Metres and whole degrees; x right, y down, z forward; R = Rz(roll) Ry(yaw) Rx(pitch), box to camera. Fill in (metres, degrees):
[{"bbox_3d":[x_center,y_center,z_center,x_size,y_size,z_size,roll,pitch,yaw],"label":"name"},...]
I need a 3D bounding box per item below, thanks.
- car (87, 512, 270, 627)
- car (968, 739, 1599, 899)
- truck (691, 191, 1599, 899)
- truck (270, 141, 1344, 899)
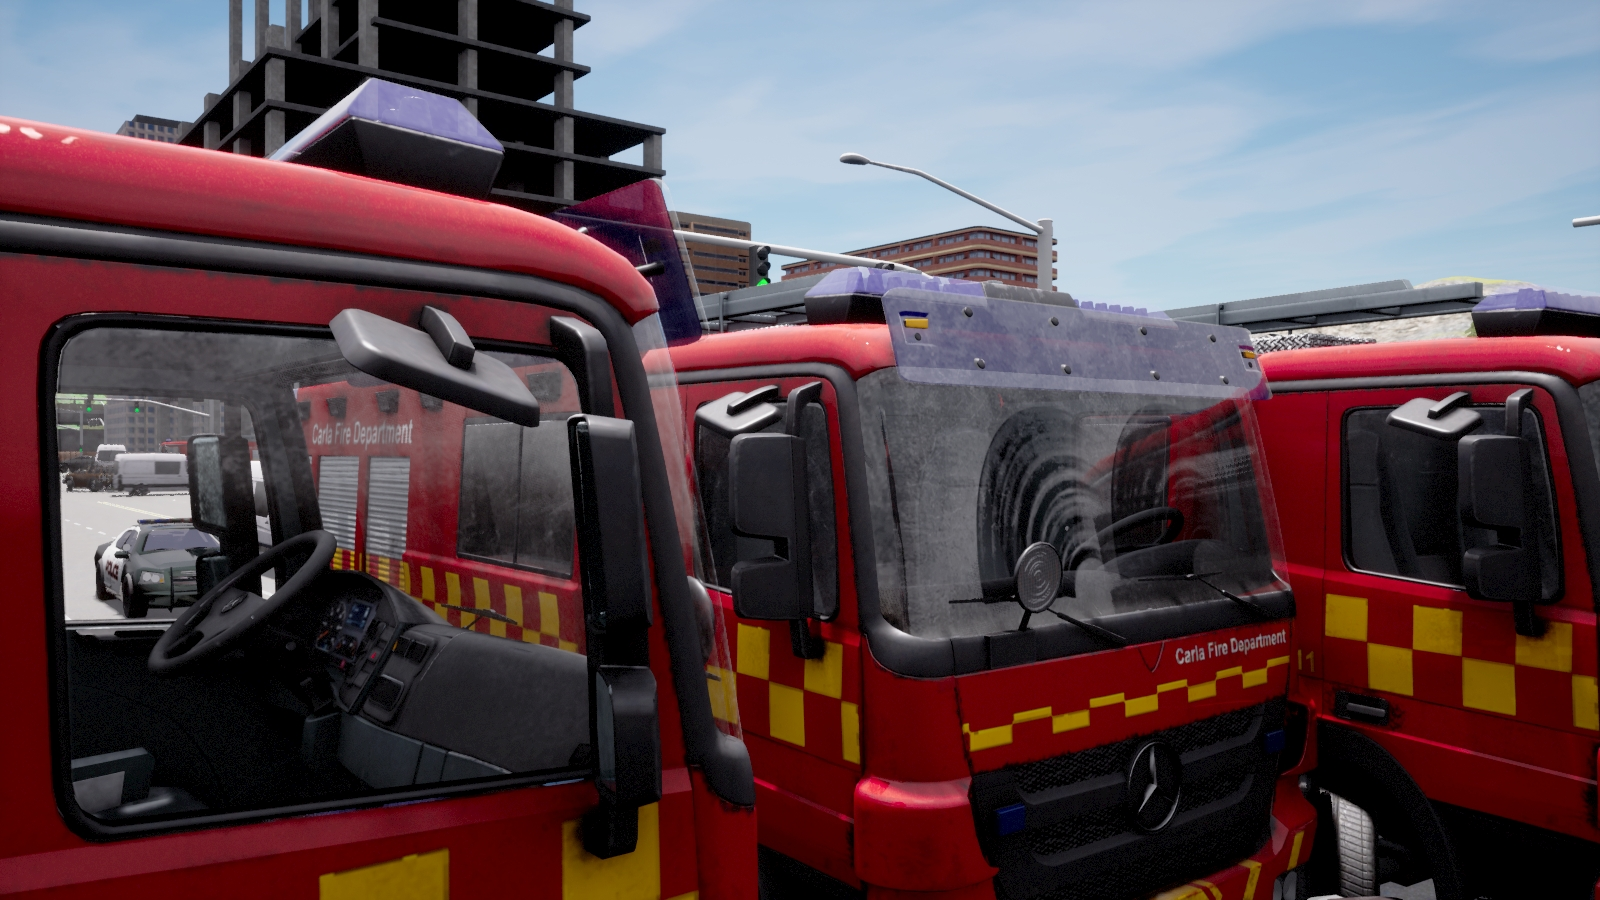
[{"bbox_3d":[-11.386,2.037,20.746,2.038,1.542,4.974,0,0,-39],"label":"car"},{"bbox_3d":[2.437,2.065,3.109,1.970,1.475,3.806,0,0,-30],"label":"car"},{"bbox_3d":[2.348,0.890,8.605,2.891,3.827,8.468,0,0,-31],"label":"truck"},{"bbox_3d":[-1.099,0.890,8.003,2.891,3.827,8.468,0,0,-38],"label":"truck"}]
